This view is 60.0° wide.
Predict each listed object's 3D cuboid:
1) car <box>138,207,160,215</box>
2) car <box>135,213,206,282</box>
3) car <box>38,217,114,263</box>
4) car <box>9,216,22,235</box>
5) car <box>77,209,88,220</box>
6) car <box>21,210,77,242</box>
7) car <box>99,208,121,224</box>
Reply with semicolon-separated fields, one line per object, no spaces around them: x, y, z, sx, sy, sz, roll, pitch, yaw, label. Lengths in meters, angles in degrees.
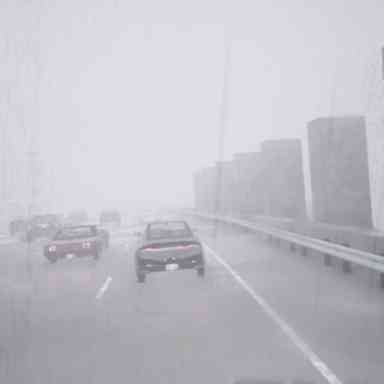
-3.682;2.072;29.125;1.812;1.442;4.674;-4;-1;-12;car
-0.757;1.649;10.484;2.128;1.511;4.902;-4;-1;-6;car
-4.700;2.067;14.246;1.895;1.301;4.718;-4;-1;-7;car
-14.412;2.760;29.218;1.882;1.535;5.008;-4;-1;-12;car
-13.177;2.772;38.786;1.882;1.535;5.008;-4;0;-15;car
-9.615;2.240;22.781;2.097;1.767;4.553;-4;-1;-10;car
-8.015;2.356;32.617;1.882;1.535;5.008;-4;-1;-13;car
